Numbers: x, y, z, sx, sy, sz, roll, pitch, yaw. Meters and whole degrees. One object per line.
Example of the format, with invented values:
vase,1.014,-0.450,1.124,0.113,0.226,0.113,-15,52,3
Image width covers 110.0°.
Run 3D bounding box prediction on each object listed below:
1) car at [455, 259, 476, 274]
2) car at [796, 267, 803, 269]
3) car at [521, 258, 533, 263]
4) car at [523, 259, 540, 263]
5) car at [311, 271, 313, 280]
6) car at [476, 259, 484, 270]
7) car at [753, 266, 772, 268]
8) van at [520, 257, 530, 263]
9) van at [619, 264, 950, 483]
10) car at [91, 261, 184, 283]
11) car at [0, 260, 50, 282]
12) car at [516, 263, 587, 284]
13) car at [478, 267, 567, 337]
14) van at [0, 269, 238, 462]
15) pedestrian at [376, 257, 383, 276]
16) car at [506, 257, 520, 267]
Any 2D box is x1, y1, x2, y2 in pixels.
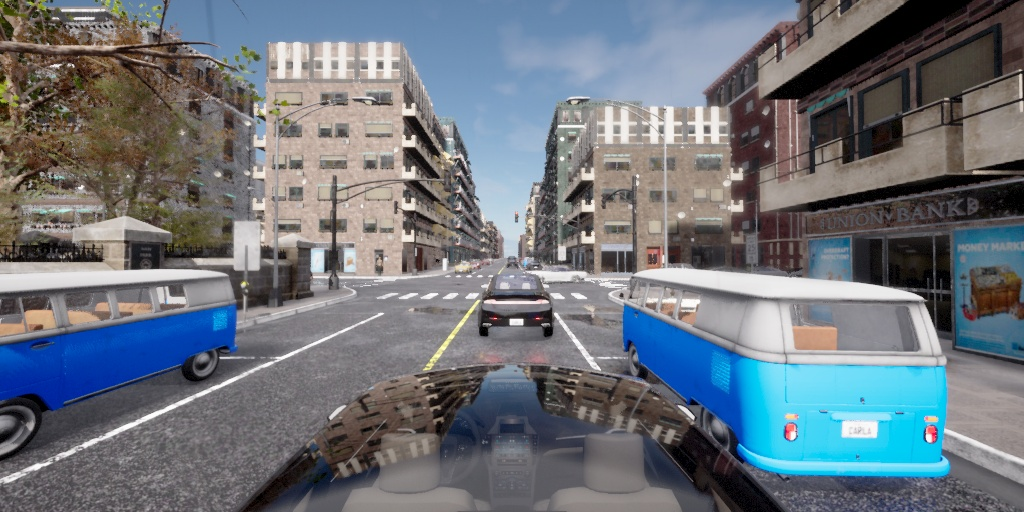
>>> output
car,-5.693,1.297,42.376,1.751,1.417,4.829,0,0,0
car,24.909,1.553,30.583,4.313,1.339,1.948,0,0,1
car,2.687,1.325,48.190,2.007,1.370,4.403,0,0,0
car,2.687,1.337,42.547,1.948,1.339,4.313,0,0,0
car,-16.590,1.003,25.296,4.553,1.767,2.097,0,-1,1
car,-5.695,1.218,53.832,1.967,1.591,4.097,0,0,0
car,13.532,1.336,22.336,4.313,1.339,1.948,0,0,1
van,2.686,1.123,59.474,1.690,1.789,3.998,0,0,0
van,2.658,1.092,4.601,1.690,1.789,3.998,0,0,0
car,-26.416,1.123,25.410,4.674,1.442,1.812,0,-1,1
car,-36.514,1.049,25.536,4.892,1.490,1.837,0,-1,1
car,3.002,1.364,26.303,4.718,1.301,1.895,0,0,-23
car,0.099,1.246,10.330,2.128,1.511,4.902,0,0,0
van,-5.656,1.092,4.602,1.690,1.789,3.998,0,0,0
pedestrian,-12.542,0.973,33.988,0.375,1.860,0.375,0,-1,1
car,0.094,1.309,61.996,1.812,1.442,4.674,0,0,0
